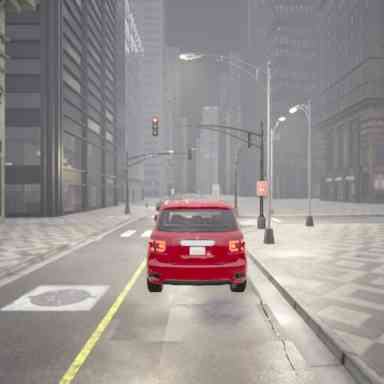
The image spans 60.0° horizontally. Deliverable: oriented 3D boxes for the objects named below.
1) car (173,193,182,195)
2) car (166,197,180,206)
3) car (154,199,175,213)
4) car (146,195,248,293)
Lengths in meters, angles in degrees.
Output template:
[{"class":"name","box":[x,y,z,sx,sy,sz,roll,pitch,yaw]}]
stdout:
[{"class":"car","box":[-3.019,1.226,69.215,2.150,2.045,5.566,0,0,0]},{"class":"car","box":[-3.100,1.567,54.470,1.994,1.385,4.181,0,0,0]},{"class":"car","box":[-3.107,1.547,38.707,2.033,1.411,5.357,0,0,0]},{"class":"car","box":[0.099,1.221,9.031,2.150,2.045,5.566,0,0,0]}]
